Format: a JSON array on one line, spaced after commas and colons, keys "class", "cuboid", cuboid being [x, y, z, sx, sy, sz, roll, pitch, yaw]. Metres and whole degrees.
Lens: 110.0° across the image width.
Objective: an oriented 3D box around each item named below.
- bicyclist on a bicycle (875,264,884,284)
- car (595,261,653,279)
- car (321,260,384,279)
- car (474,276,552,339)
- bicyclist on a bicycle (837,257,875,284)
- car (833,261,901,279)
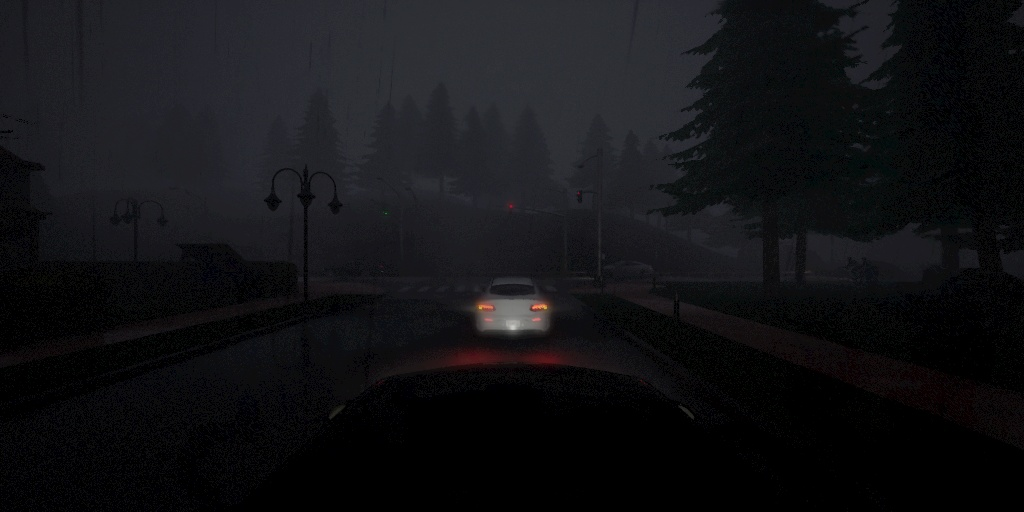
[{"class": "bicyclist on a bicycle", "cuboid": [21.777, 0.892, 21.987, 0.582, 1.620, 1.656, 0, 0, -14]}, {"class": "car", "cuboid": [9.323, 1.114, 29.867, 4.674, 1.442, 1.812, 0, 0, 0]}, {"class": "car", "cuboid": [-13.180, 1.079, 29.711, 4.902, 1.511, 2.128, 0, 0, 0]}, {"class": "car", "cuboid": [0.021, 1.276, 9.964, 1.812, 1.442, 4.674, 0, 0, 0]}, {"class": "bicyclist on a bicycle", "cuboid": [21.130, 0.891, 22.247, 0.582, 1.620, 1.656, 0, 0, -16]}, {"class": "car", "cuboid": [29.583, 1.113, 29.924, 4.674, 1.442, 1.812, 0, 0, 0]}]
